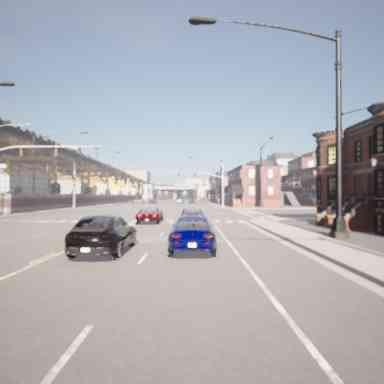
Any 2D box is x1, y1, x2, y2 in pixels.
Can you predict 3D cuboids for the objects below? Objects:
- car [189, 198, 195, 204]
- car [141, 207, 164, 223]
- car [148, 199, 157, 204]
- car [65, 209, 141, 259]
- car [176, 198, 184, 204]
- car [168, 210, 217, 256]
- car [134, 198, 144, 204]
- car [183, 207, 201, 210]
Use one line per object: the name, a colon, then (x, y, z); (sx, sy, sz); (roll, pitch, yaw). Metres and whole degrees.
car: (0.001, 2.584, 94.910); (2.033, 1.411, 5.357); (0, -1, 0)
car: (-3.484, 1.915, 28.061); (1.895, 1.301, 4.718); (0, -1, 0)
car: (-10.499, 2.526, 88.597); (2.033, 1.411, 5.357); (0, -1, 0)
car: (-3.480, 1.657, 13.323); (1.837, 1.490, 4.892); (0, 0, 0)
car: (-3.499, 2.584, 95.207); (1.812, 1.442, 4.674); (0, -1, 0)
car: (0.023, 1.679, 13.715); (1.812, 1.442, 4.674); (0, 0, 0)
car: (-13.999, 2.342, 88.629); (2.097, 1.767, 4.553); (0, -1, 0)
car: (0.016, 1.915, 28.060); (1.895, 1.301, 4.718); (0, -1, 0)
